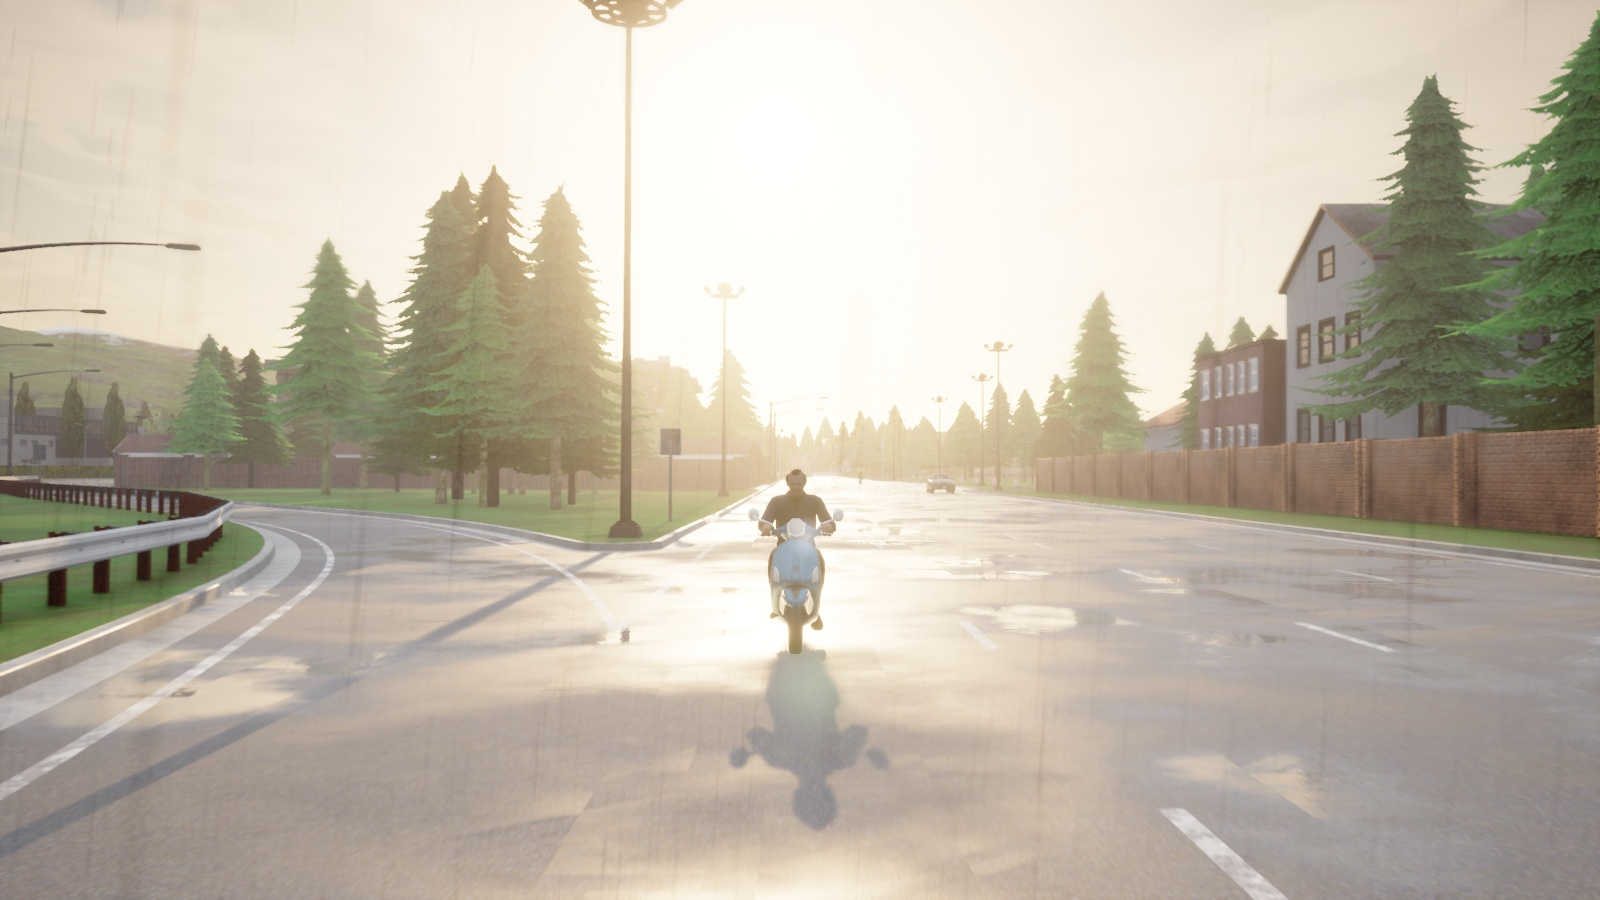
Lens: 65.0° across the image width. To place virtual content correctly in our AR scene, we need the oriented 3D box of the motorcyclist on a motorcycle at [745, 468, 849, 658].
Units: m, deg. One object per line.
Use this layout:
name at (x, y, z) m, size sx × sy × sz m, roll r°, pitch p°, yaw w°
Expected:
motorcyclist on a motorcycle at (-0.029, 0.965, 11.445) m, size 0.866 × 1.590 × 1.817 m, roll 0°, pitch -1°, yaw 0°

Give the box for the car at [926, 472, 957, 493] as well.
car at (10.419, 2.373, 92.499) m, size 1.816 × 1.474 × 4.193 m, roll 0°, pitch -1°, yaw 0°
